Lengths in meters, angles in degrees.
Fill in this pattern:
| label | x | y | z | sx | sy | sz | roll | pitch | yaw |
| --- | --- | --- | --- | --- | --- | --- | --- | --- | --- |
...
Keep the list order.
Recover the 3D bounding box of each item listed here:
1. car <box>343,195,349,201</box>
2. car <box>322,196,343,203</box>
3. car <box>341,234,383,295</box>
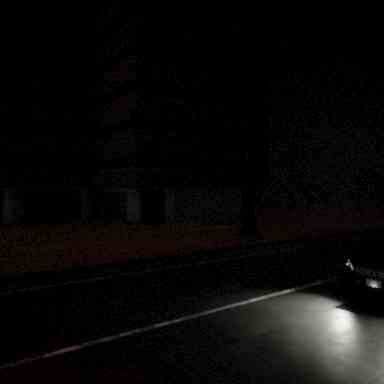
| label | x | y | z | sx | sy | sz | roll | pitch | yaw |
| --- | --- | --- | --- | --- | --- | --- | --- | --- | --- |
| car | 40.357 | 1.473 | 83.766 | 2.152 | 1.636 | 5.027 | 0 | 0 | -37 |
| car | 33.233 | 1.840 | 79.769 | 1.970 | 1.475 | 3.806 | 0 | -1 | -37 |
| car | 5.470 | 1.531 | 7.878 | 4.674 | 1.442 | 1.812 | 0 | 0 | -35 |
